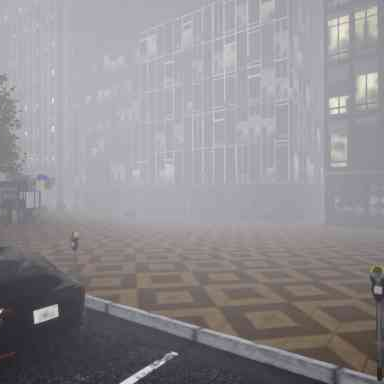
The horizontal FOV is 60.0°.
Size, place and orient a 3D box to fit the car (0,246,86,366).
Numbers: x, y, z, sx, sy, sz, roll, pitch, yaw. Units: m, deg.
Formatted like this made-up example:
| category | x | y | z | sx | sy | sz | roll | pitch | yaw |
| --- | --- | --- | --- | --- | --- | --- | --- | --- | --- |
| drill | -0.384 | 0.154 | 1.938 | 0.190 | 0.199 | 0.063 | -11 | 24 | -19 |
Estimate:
| category | x | y | z | sx | sy | sz | roll | pitch | yaw |
| --- | --- | --- | --- | --- | --- | --- | --- | --- | --- |
| car | -3.523 | 1.566 | 5.383 | 4.313 | 1.339 | 1.947 | 0 | 0 | 35 |
